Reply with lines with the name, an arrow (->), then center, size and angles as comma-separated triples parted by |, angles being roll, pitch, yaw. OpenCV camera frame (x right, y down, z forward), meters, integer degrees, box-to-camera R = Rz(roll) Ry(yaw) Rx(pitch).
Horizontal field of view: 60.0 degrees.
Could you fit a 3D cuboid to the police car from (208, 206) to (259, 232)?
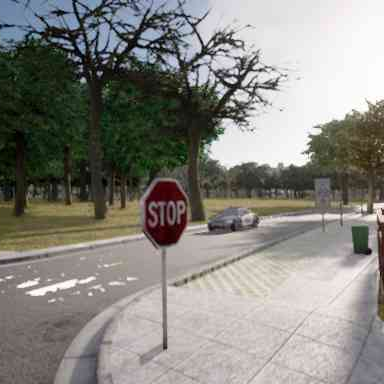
police car -> 2.755, 1.762, 22.020 | 2.038, 1.542, 4.974 | -2, -2, 31
